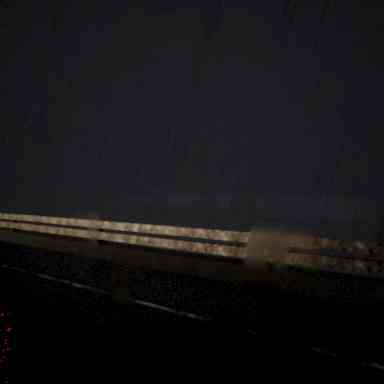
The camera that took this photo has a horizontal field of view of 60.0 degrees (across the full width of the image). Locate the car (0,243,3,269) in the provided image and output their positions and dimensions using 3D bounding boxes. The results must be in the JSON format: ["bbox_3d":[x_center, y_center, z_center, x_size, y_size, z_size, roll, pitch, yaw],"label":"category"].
[{"bbox_3d":[-6.997,1.501,9.048,4.892,1.490,1.837,0,0,36],"label":"car"}]
